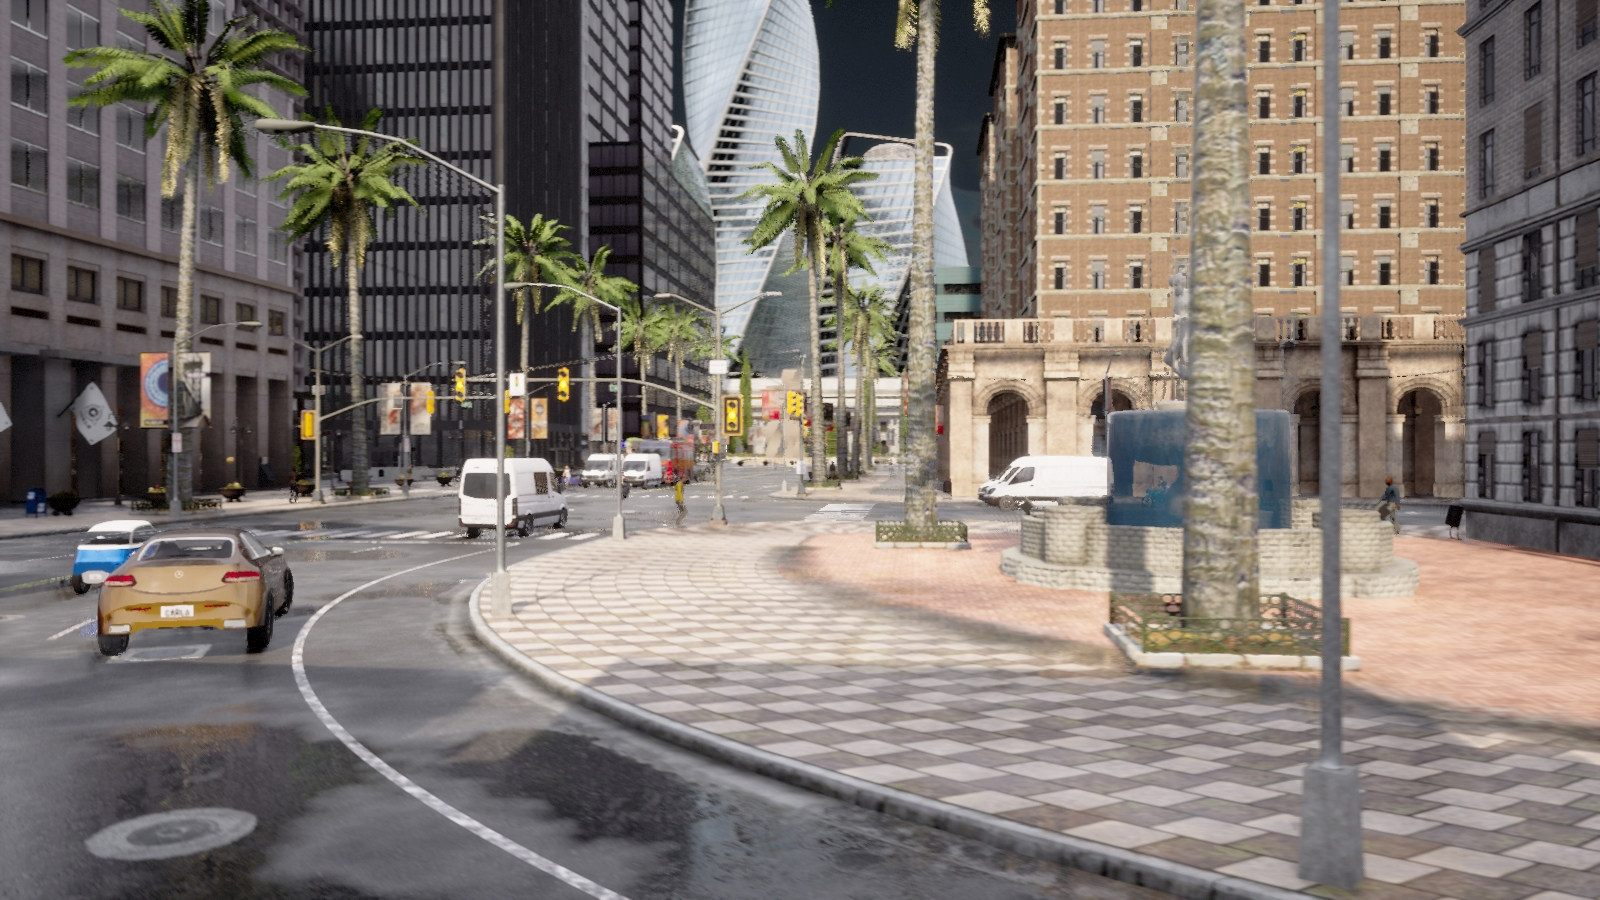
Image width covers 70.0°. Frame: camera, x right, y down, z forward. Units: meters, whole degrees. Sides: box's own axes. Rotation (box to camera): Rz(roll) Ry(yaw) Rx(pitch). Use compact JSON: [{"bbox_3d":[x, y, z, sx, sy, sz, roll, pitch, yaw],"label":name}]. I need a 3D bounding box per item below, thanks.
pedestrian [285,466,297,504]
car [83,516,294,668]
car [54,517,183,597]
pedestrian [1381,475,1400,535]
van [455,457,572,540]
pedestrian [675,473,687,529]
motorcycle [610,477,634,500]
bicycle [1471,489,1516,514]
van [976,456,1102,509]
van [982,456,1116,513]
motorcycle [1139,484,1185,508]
[{"bbox_3d":[-24.986,1.713,56.049,0.375,1.860,0.375,0,0,22],"label":"pedestrian"},{"bbox_3d":[-9.126,1.997,17.525,2.152,1.651,5.027,0,0,-20],"label":"car"},{"bbox_3d":[-13.746,2.126,23.157,1.481,1.376,2.207,0,0,-7],"label":"car"},{"bbox_3d":[18.418,1.717,35.642,0.375,1.860,0.375,0,0,1],"label":"pedestrian"},{"bbox_3d":[-9.640,1.549,39.054,1.988,2.561,5.915,0,0,6],"label":"van"},{"bbox_3d":[-4.019,1.711,38.524,0.375,1.860,0.375,0,0,-2],"label":"pedestrian"},{"bbox_3d":[-10.231,2.194,65.755,0.764,1.277,2.356,0,0,6],"label":"motorcycle"},{"bbox_3d":[31.042,2.287,51.145,1.487,1.080,0.859,0,0,6],"label":"bicycle"},{"bbox_3d":[11.779,1.562,56.656,5.915,2.561,1.988,0,0,6],"label":"van"},{"bbox_3d":[11.523,1.560,53.160,5.915,2.561,1.988,0,0,6],"label":"van"},{"bbox_3d":[17.740,2.242,55.993,2.033,1.145,0.803,0,0,6],"label":"motorcycle"}]
